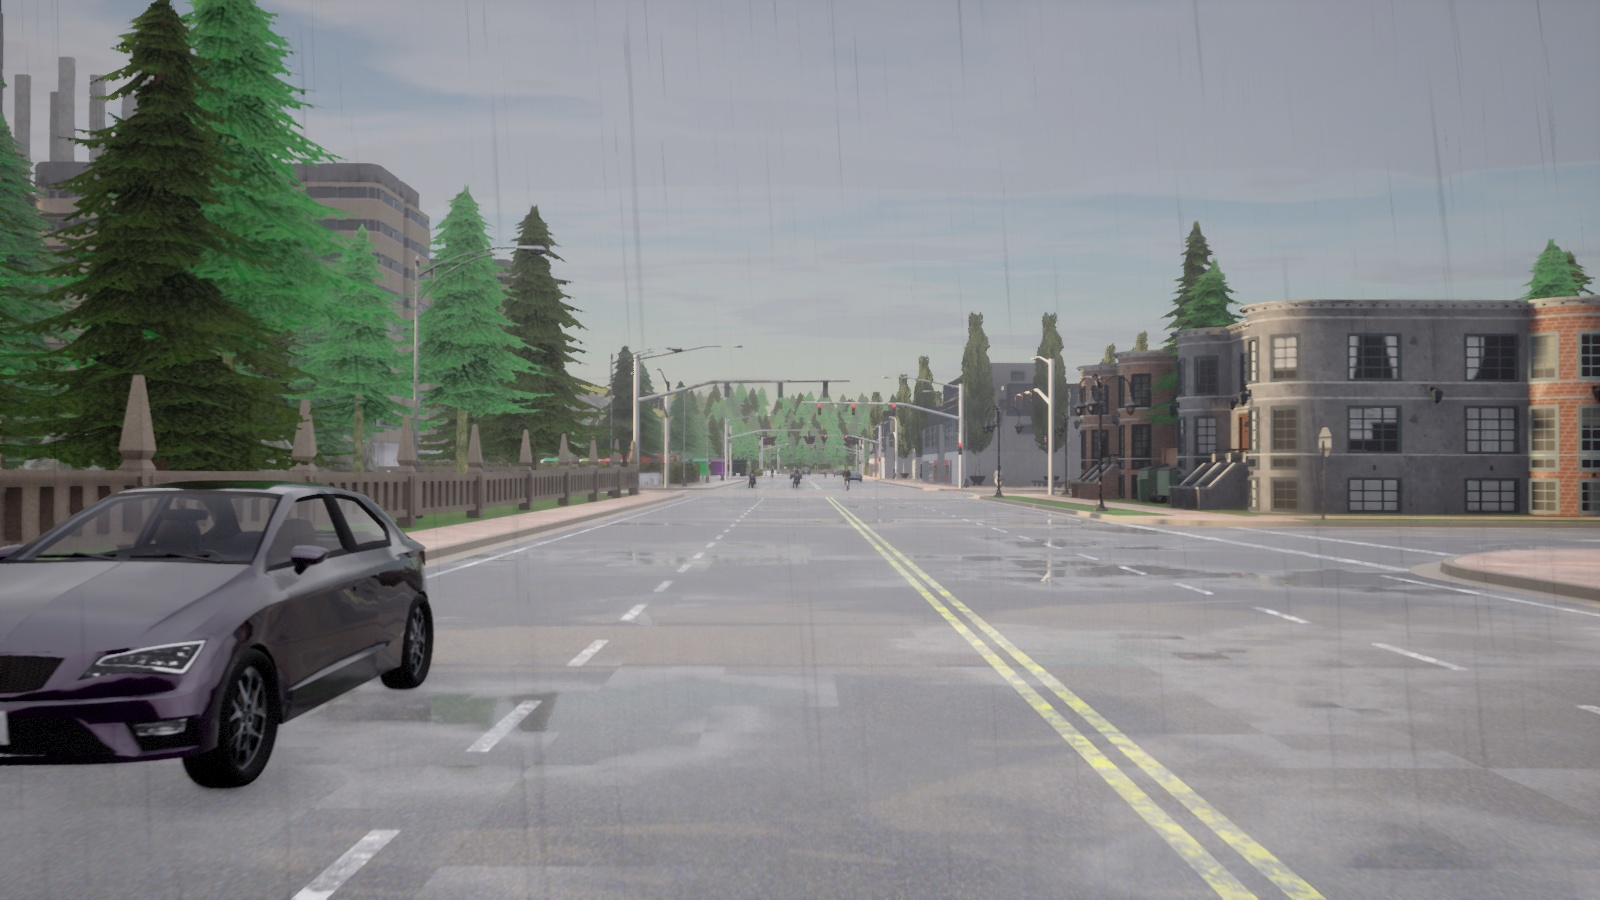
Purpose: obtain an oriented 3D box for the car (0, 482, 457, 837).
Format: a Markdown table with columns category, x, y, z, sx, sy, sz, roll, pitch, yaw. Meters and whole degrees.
| category | x | y | z | sx | sy | sz | roll | pitch | yaw |
| --- | --- | --- | --- | --- | --- | --- | --- | --- | --- |
| car | -3.518 | 0.953 | 7.492 | 1.816 | 1.474 | 4.193 | 0 | -1 | 0 |
